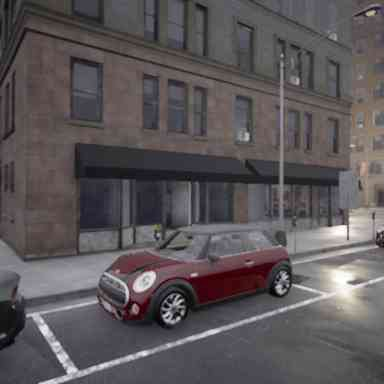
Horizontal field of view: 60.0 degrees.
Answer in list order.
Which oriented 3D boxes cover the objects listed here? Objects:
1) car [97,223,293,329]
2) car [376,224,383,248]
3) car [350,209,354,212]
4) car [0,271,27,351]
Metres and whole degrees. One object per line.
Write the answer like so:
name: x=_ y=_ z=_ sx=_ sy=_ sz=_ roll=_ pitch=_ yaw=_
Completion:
car: x=0.173 y=1.442 z=6.889 sx=4.097 sy=1.590 sz=1.967 roll=0 pitch=0 yaw=-36
car: x=9.104 y=1.448 z=13.288 sx=4.097 sy=1.590 sz=1.967 roll=0 pitch=0 yaw=-36
car: x=13.961 y=1.414 z=33.970 sx=2.128 sy=1.511 sz=4.902 roll=1 pitch=0 yaw=-36
car: x=-4.293 y=1.550 z=3.690 sx=4.403 sy=1.369 sz=2.008 roll=0 pitch=0 yaw=-36
